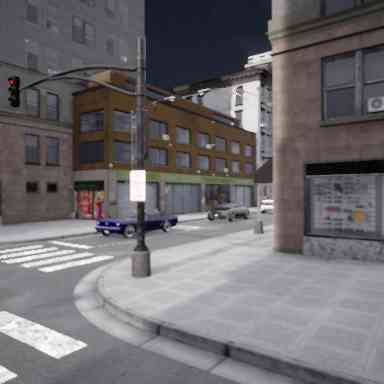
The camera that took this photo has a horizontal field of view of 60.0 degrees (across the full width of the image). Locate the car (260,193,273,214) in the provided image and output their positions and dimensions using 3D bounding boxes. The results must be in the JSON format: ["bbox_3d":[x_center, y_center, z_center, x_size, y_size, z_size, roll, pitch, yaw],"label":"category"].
[{"bbox_3d":[9.001,1.150,34.702,2.150,2.045,5.566,0,0,36],"label":"car"}]

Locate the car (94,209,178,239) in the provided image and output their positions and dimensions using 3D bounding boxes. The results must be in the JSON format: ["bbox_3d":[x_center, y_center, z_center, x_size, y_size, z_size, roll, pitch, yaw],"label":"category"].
[{"bbox_3d":[-2.864,1.616,17.907,1.895,1.301,4.718,0,0,35],"label":"car"}]

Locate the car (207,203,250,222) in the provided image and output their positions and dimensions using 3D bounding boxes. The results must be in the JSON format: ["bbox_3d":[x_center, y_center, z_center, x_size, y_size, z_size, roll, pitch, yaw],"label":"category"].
[{"bbox_3d":[2.913,1.537,26.100,1.994,1.385,4.181,0,0,35],"label":"car"}]
